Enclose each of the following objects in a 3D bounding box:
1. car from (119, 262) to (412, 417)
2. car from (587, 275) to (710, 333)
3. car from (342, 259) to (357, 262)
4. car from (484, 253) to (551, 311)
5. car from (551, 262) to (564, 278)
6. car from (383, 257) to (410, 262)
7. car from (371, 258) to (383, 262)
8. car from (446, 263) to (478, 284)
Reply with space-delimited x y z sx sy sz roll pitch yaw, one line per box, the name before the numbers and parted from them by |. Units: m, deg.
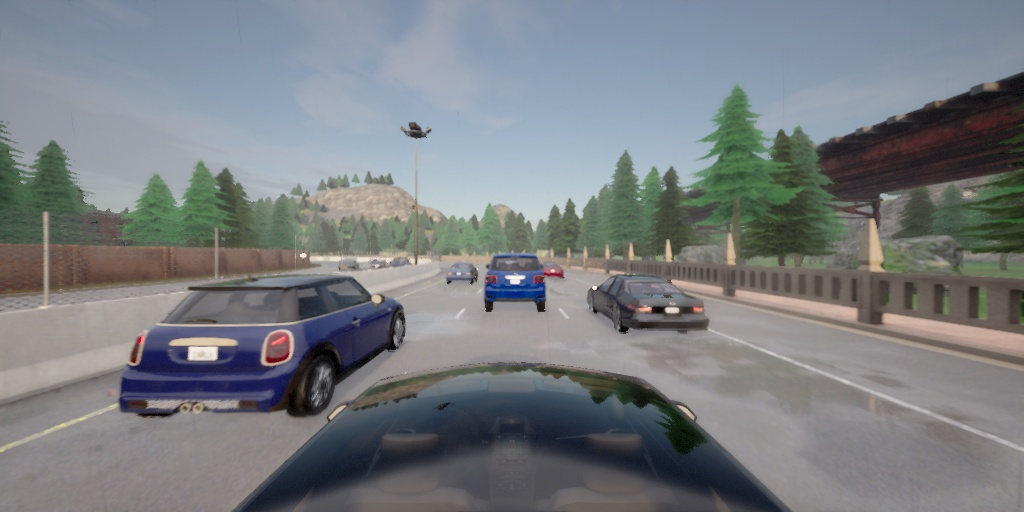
car | -3.401 1.082 6.073 2.097 1.767 4.553 0 0 0
car | 3.603 1.257 10.567 2.033 1.411 5.357 0 0 0
car | -20.086 1.081 44.340 1.812 1.442 4.674 0 0 -14
car | 0.105 0.914 14.289 2.150 2.045 5.566 0 0 0
car | 3.192 1.179 31.363 1.994 1.385 4.181 0 0 -4
car | -11.691 0.939 37.452 2.097 1.767 4.553 0 0 -9
car | -16.771 1.044 45.485 2.128 1.511 4.902 0 0 -14
car | -3.473 1.189 25.523 2.033 1.411 5.357 0 0 -1
